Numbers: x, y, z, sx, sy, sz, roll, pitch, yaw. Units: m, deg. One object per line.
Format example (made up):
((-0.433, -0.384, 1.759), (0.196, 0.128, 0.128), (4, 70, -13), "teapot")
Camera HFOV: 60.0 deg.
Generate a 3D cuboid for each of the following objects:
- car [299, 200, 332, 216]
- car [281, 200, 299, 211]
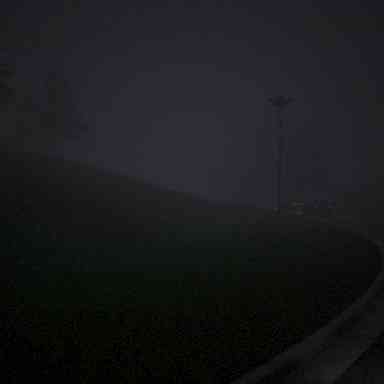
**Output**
((13.739, 1.633, 36.689), (2.097, 1.767, 4.553), (0, 0, 4), "car")
((13.781, 1.826, 46.154), (2.128, 1.511, 4.902), (0, 0, -4), "car")
